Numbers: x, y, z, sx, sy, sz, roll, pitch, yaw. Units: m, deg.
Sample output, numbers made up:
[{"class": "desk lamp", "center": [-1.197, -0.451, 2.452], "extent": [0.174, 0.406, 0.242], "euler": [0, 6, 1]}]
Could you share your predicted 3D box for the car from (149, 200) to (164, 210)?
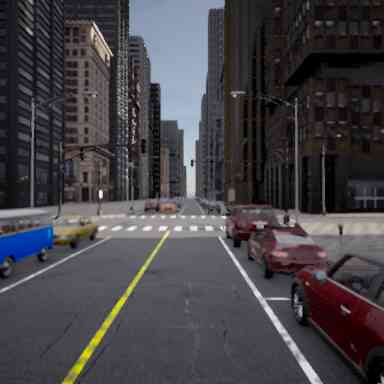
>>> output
[{"class": "car", "center": [-5.721, 2.112, 54.168], "extent": [1.967, 1.590, 4.097], "euler": [0, -1, 0]}]

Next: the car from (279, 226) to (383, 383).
[{"class": "car", "center": [2.764, 1.497, 4.564], "extent": [1.967, 1.590, 4.097], "euler": [0, -1, 0]}]

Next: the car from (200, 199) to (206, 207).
[{"class": "car", "center": [2.805, 2.223, 54.168], "extent": [2.008, 1.369, 4.403], "euler": [0, -1, 0]}]

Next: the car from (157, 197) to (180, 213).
[{"class": "car", "center": [-3.060, 1.903, 44.534], "extent": [2.097, 1.767, 4.553], "euler": [0, -1, 0]}]

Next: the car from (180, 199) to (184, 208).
[{"class": "car", "center": [-3.007, 2.357, 60.792], "extent": [1.895, 1.301, 4.718], "euler": [0, -1, 0]}]

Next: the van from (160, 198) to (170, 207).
[{"class": "van", "center": [-5.707, 2.228, 71.089], "extent": [1.690, 1.788, 3.998], "euler": [0, -1, 0]}]

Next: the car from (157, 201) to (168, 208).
[{"class": "car", "center": [-5.711, 2.397, 65.446], "extent": [1.802, 1.307, 4.206], "euler": [0, -1, 0]}]

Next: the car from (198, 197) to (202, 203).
[{"class": "car", "center": [2.818, 2.327, 71.090], "extent": [1.967, 1.590, 4.097], "euler": [0, -1, 0]}]

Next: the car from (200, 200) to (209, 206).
[{"class": "car", "center": [2.823, 2.542, 76.728], "extent": [1.802, 1.307, 4.206], "euler": [0, -1, 0]}]

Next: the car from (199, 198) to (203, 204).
[{"class": "car", "center": [2.809, 2.288, 59.809], "extent": [1.887, 1.381, 4.507], "euler": [0, -1, 0]}]

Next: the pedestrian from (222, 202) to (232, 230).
[{"class": "pedestrian", "center": [2.296, 1.560, 21.566], "extent": [0.375, 1.860, 0.375], "euler": [0, -1, 0]}]

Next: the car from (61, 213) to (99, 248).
[{"class": "car", "center": [-5.752, 1.719, 15.744], "extent": [1.752, 1.417, 4.829], "euler": [0, -1, 0]}]

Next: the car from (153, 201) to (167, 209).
[{"class": "car", "center": [-5.716, 2.309, 59.807], "extent": [1.947, 1.339, 4.313], "euler": [0, -1, 0]}]

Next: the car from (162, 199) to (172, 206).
[{"class": "car", "center": [-5.703, 2.400, 76.728], "extent": [1.967, 1.590, 4.097], "euler": [0, -1, 0]}]

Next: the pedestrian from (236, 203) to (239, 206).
[{"class": "pedestrian", "center": [3.121, 1.567, 22.165], "extent": [0.375, 1.860, 0.375], "euler": [0, -1, 0]}]

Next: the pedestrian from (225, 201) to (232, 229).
[{"class": "pedestrian", "center": [2.497, 1.575, 22.765], "extent": [0.375, 1.860, 0.375], "euler": [0, -1, 0]}]

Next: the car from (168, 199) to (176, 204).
[{"class": "car", "center": [-5.689, 2.747, 93.647], "extent": [1.947, 1.339, 4.313], "euler": [0, -1, 0]}]

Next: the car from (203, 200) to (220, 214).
[{"class": "car", "center": [2.795, 2.082, 42.888], "extent": [2.008, 1.369, 4.403], "euler": [0, -1, 0]}]

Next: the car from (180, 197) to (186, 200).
[{"class": "car", "center": [-2.938, 2.482, 76.313], "extent": [2.033, 1.411, 5.357], "euler": [0, -1, 0]}]

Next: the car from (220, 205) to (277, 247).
[{"class": "car", "center": [2.773, 1.512, 15.919], "extent": [2.192, 1.841, 5.009], "euler": [0, -1, 0]}]

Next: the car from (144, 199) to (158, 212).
[{"class": "car", "center": [-5.725, 1.916, 48.528], "extent": [2.192, 1.841, 5.009], "euler": [0, -1, 0]}]

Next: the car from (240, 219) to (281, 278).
[{"class": "car", "center": [2.769, 1.709, 10.239], "extent": [1.802, 1.307, 4.206], "euler": [0, -1, 0]}]

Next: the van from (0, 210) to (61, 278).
[{"class": "van", "center": [-5.756, 1.468, 10.239], "extent": [1.690, 1.788, 3.998], "euler": [0, -1, 0]}]
